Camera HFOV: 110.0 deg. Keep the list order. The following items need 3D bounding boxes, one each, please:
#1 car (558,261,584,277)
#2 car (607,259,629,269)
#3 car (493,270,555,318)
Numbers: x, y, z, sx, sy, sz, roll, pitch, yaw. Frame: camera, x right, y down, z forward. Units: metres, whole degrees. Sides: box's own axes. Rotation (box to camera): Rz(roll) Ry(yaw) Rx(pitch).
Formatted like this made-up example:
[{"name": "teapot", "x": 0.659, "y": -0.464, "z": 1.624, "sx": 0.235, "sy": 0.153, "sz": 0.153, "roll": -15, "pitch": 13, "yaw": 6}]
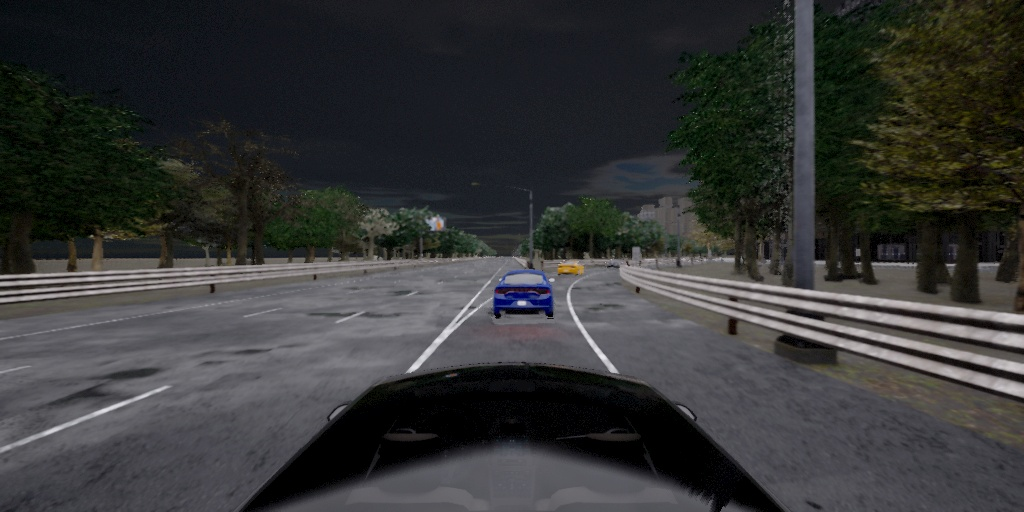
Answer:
[{"name": "car", "x": 5.913, "y": 1.207, "z": 35.603, "sx": 1.882, "sy": 1.535, "sz": 5.008, "roll": 0, "pitch": 0, "yaw": 21}, {"name": "car", "x": 16.126, "y": 1.215, "z": 54.459, "sx": 2.033, "sy": 1.411, "sz": 5.357, "roll": 0, "pitch": 0, "yaw": 36}, {"name": "car", "x": 0.518, "y": 1.233, "z": 12.950, "sx": 1.882, "sy": 1.535, "sz": 5.008, "roll": 0, "pitch": 0, "yaw": 5}]
